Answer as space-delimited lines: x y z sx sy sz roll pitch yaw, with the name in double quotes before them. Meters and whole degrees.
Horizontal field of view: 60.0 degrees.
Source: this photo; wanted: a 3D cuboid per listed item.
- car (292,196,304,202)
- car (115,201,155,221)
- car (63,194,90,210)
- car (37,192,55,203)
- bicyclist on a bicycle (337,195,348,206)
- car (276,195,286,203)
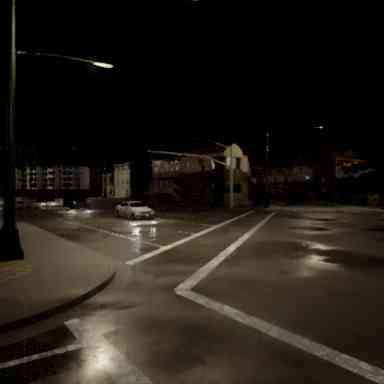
"car" 22.903 1.510 72.055 2.033 1.411 5.357 0 0 9
"car" -4.774 1.477 27.314 1.812 1.442 4.674 0 0 -36
"car" -13.796 1.107 39.745 2.097 1.767 4.553 0 1 -36
"car" -23.064 0.812 52.554 1.882 1.535 5.008 0 1 -36
"bicyclist on a bicycle" 23.801 1.341 52.603 1.656 1.620 0.582 0 0 9
"car" 19.445 1.493 72.594 2.128 1.511 4.902 0 0 9
